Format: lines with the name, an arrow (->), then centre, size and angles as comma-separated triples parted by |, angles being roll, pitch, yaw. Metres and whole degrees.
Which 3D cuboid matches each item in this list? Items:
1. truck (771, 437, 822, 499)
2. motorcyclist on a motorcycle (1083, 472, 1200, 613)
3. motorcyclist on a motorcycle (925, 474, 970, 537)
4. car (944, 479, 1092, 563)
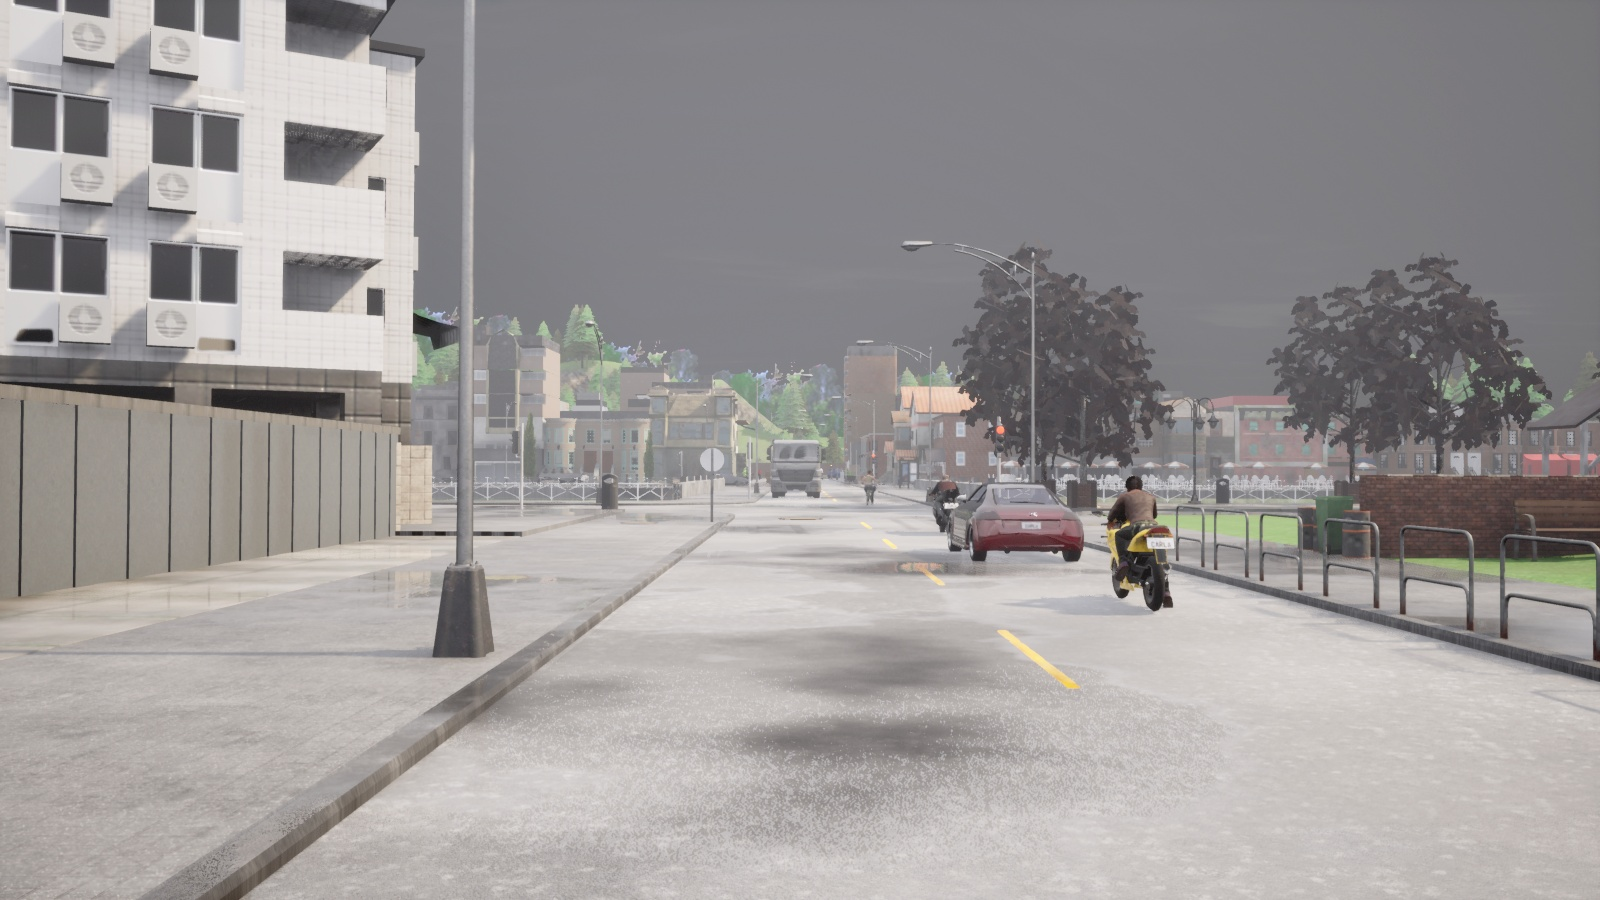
truck -> -0.218, 1.085, 74.708 | 2.891, 3.462, 7.936 | 0, -1, 0
motorcyclist on a motorcycle -> 3.957, 1.028, 14.727 | 0.797, 1.523, 2.044 | 0, -1, 0
motorcyclist on a motorcycle -> 3.677, 1.362, 31.448 | 0.866, 1.530, 2.191 | 0, -1, 0
car -> 3.933, 1.254, 23.348 | 1.994, 1.385, 4.181 | 0, -1, 0
